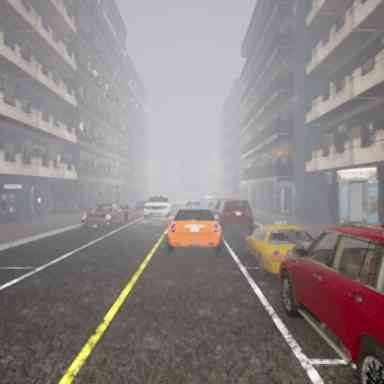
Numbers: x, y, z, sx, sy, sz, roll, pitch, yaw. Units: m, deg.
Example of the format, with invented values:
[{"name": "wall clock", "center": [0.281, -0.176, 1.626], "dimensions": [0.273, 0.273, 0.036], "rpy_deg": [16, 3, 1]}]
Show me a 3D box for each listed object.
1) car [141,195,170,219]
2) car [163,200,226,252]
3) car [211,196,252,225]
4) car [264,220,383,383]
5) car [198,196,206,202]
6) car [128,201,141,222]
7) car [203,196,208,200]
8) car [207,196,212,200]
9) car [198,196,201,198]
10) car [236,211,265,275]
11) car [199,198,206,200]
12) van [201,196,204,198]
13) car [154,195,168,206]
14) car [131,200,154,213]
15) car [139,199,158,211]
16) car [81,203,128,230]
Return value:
[{"name": "car", "center": [-3.080, 1.296, 30.747], "dimensions": [2.150, 2.045, 5.566], "rpy_deg": [0, 0, 0]}, {"name": "car", "center": [0.095, 1.385, 14.204], "dimensions": [2.097, 1.767, 4.553], "rpy_deg": [0, 0, 0]}, {"name": "car", "center": [2.678, 1.367, 21.534], "dimensions": [2.192, 1.841, 5.009], "rpy_deg": [-1, 0, 0]}, {"name": "car", "center": [2.676, 1.326, 4.480], "dimensions": [2.192, 1.841, 5.009], "rpy_deg": [-1, 0, 0]}, {"name": "car", "center": [2.690, 1.807, 89.749], "dimensions": [1.887, 1.381, 4.507], "rpy_deg": [-1, 0, 0]}, {"name": "car", "center": [-5.698, 1.611, 27.222], "dimensions": [1.887, 1.381, 4.507], "rpy_deg": [-1, 0, 0]}, {"name": "car", "center": [2.684, 1.639, 44.441], "dimensions": [1.752, 1.417, 4.829], "rpy_deg": [-1, 0, 0]}, {"name": "car", "center": [2.679, 1.382, 27.218], "dimensions": [2.192, 1.841, 5.009], "rpy_deg": [-1, 0, 0]}, {"name": "car", "center": [2.689, 1.773, 78.379], "dimensions": [2.008, 1.369, 4.403], "rpy_deg": [-1, 0, 0]}, {"name": "car", "center": [2.680, 1.550, 10.333], "dimensions": [1.752, 1.417, 4.829], "rpy_deg": [-1, 0, 0]}, {"name": "car", "center": [0.103, 1.637, 35.785], "dimensions": [2.033, 1.411, 5.357], "rpy_deg": [0, 0, 0]}, {"name": "van", "center": [2.682, 1.471, 49.957], "dimensions": [1.690, 1.788, 3.998], "rpy_deg": [-1, 0, 0]}, {"name": "car", "center": [-5.697, 1.481, 61.331], "dimensions": [2.192, 1.841, 5.009], "rpy_deg": [-1, 0, 0]}, {"name": "car", "center": [-5.696, 1.663, 38.592], "dimensions": [1.947, 1.339, 4.313], "rpy_deg": [-1, 0, 0]}, {"name": "car", "center": [-5.695, 1.679, 44.276], "dimensions": [1.947, 1.339, 4.313], "rpy_deg": [-1, 0, 0]}, {"name": "car", "center": [-5.700, 1.492, 21.538], "dimensions": [1.967, 1.590, 4.097], "rpy_deg": [-1, 0, 0]}]
